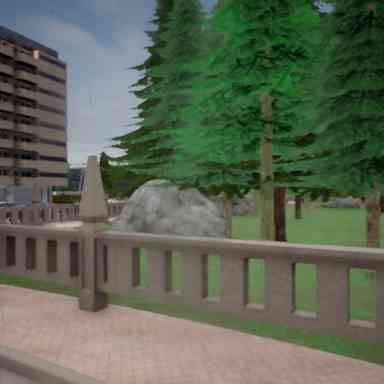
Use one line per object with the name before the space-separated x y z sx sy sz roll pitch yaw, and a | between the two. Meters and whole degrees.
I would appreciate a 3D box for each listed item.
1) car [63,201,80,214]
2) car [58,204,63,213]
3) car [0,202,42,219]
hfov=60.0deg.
car | -12.526 1.646 39.742 2.097 1.767 4.553 -1 0 26
car | -15.253 1.846 42.096 1.812 1.442 4.674 -1 0 26
car | -16.304 1.854 32.087 1.994 1.385 4.181 -1 0 27
